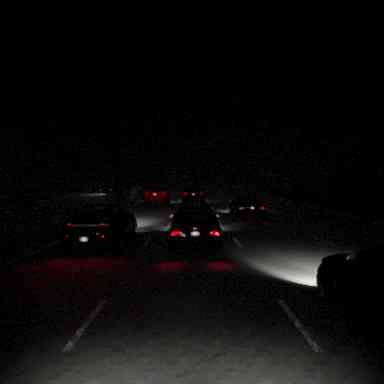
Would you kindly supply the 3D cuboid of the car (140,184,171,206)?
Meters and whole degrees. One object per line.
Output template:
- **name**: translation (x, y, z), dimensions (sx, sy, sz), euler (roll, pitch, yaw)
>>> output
- **car**: translation (-3.372, 0.218, 32.895), dimensions (2.150, 2.045, 5.566), euler (0, 2, 0)

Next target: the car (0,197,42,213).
- **car**: translation (-10.583, 1.018, 19.725), dimensions (1.994, 1.385, 4.181), euler (0, 2, 0)

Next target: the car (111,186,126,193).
- **car**: translation (-13.956, -0.395, 62.904), dimensions (1.895, 1.301, 4.718), euler (0, 1, 0)

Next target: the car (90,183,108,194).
- **car**: translation (-17.456, -0.774, 62.803), dimensions (2.150, 2.045, 5.566), euler (0, 1, 0)

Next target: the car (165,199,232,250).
- **car**: translation (0.107, 1.247, 12.741), dimensions (2.033, 1.411, 5.357), euler (0, 2, 0)

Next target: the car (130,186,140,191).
- **car**: translation (-10.464, -0.471, 62.920), dimensions (1.812, 1.442, 4.674), euler (0, 1, 1)

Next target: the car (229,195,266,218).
- **car**: translation (3.601, 0.916, 22.248), dimensions (2.033, 1.411, 5.357), euler (0, 2, 0)

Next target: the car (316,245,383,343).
- **car**: translation (3.573, 1.504, 5.273), dimensions (1.994, 1.385, 4.181), euler (0, 1, 0)

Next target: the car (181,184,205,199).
- **car**: translation (0.128, 0.220, 32.858), dimensions (2.150, 2.045, 5.566), euler (0, 2, 0)

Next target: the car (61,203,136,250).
- **car**: translation (-3.396, 1.186, 12.887), dimensions (2.128, 1.511, 4.902), euler (0, 2, 0)
